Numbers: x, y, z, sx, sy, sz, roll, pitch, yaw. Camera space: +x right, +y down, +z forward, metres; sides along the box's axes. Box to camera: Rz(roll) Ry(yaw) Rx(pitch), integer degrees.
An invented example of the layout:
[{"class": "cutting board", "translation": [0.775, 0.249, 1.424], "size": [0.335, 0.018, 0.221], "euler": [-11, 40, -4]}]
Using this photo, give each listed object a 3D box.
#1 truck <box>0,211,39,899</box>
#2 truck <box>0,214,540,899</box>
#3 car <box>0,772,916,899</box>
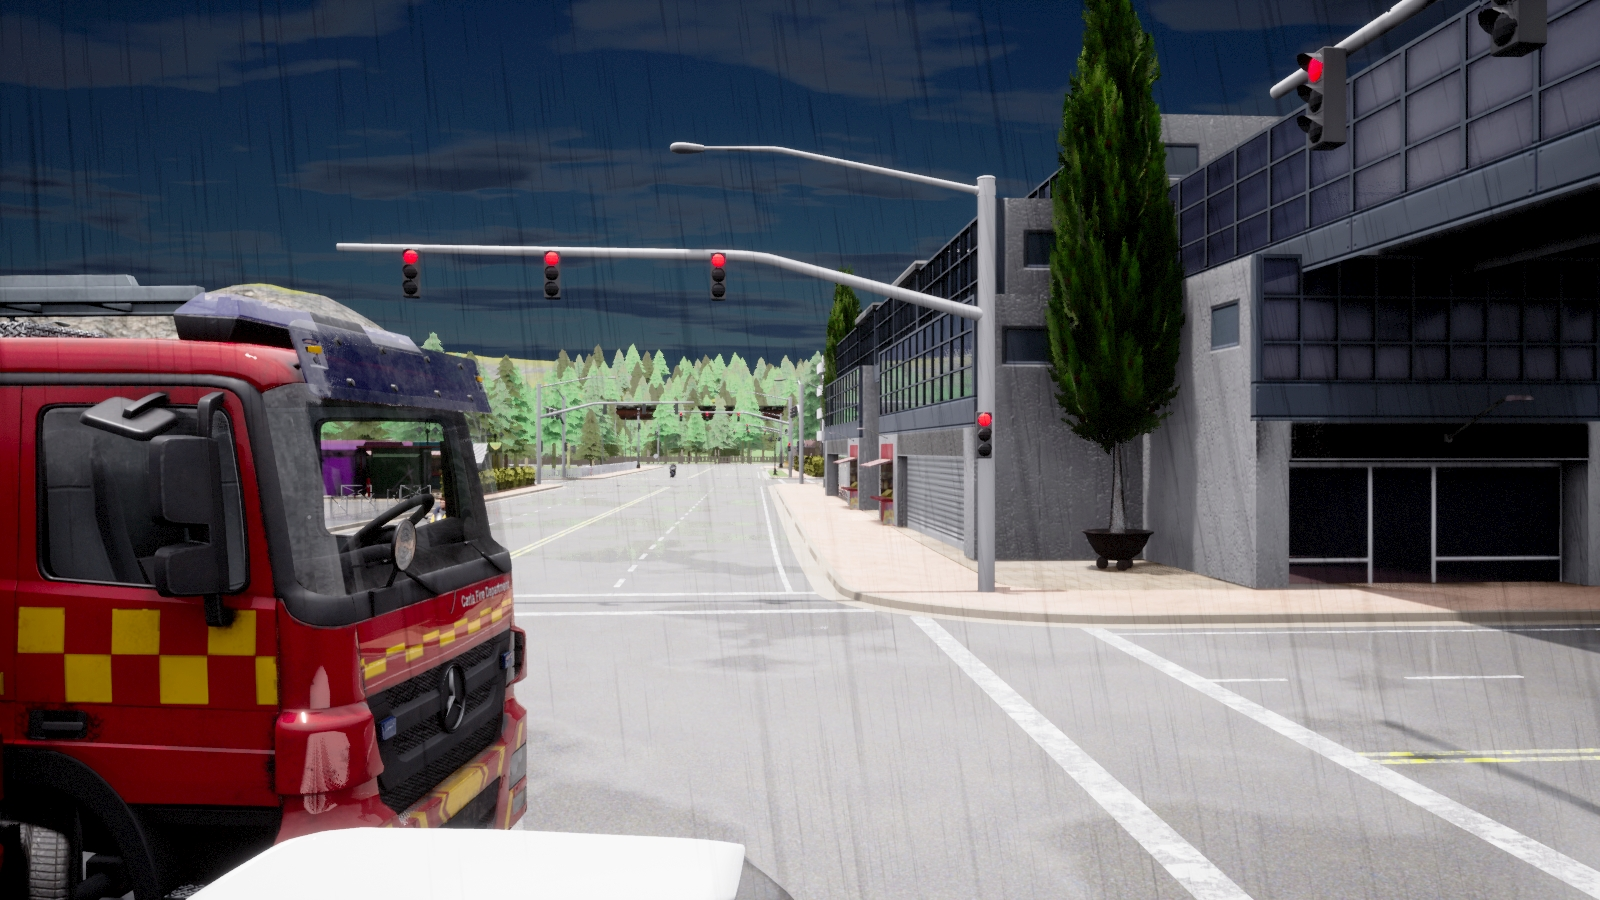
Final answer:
[{"class": "truck", "translation": [-7.587, 0.890, 3.490], "size": [8.468, 3.827, 2.891], "euler": [0, 0, -3]}, {"class": "truck", "translation": [-6.102, 0.890, 6.659], "size": [8.468, 3.827, 2.891], "euler": [0, 0, 4]}, {"class": "car", "translation": [-1.549, 2.065, 3.579], "size": [3.806, 1.475, 1.970], "euler": [0, 0, 5]}]
